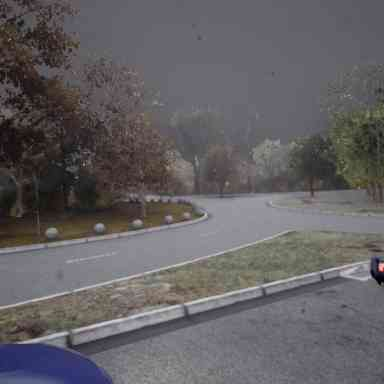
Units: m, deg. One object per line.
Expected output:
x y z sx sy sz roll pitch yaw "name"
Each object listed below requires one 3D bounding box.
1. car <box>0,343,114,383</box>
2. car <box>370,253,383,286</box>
-2.593 1.528 1.445 4.674 1.442 1.812 0 0 -36 "car"
6.069 1.490 7.299 4.718 1.301 1.895 -2 1 -32 "car"
